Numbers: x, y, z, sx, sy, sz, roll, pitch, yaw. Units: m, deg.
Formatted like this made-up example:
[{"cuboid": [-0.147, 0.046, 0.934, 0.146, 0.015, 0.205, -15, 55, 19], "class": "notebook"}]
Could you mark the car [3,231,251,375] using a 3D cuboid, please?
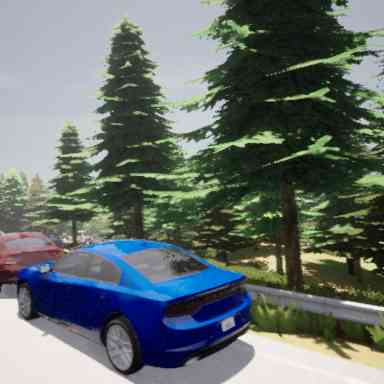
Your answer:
[{"cuboid": [-1.372, 1.607, 5.902, 5.008, 1.535, 1.882, -3, -2, 42], "class": "car"}]

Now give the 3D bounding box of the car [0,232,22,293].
[{"cuboid": [-5.196, 1.936, 9.995, 1.812, 1.442, 4.674, -1, -3, -38], "class": "car"}]

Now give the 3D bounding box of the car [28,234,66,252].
[{"cuboid": [-13.585, 4.815, 31.456, 1.812, 1.442, 4.674, -3, -8, -3], "class": "car"}]

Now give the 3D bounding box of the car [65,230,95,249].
[{"cuboid": [-14.206, 6.058, 42.393, 2.150, 2.045, 5.566, -3, -8, -3], "class": "car"}]
